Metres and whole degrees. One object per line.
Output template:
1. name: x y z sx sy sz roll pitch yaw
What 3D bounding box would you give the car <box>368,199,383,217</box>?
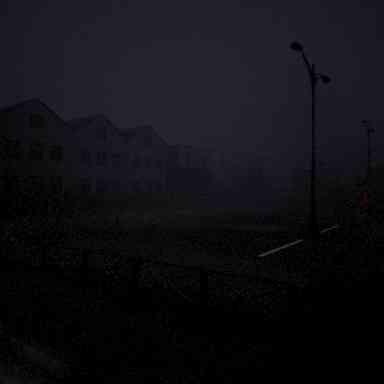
1. car: 15.494 1.298 26.768 2.007 1.523 4.514 0 0 35
